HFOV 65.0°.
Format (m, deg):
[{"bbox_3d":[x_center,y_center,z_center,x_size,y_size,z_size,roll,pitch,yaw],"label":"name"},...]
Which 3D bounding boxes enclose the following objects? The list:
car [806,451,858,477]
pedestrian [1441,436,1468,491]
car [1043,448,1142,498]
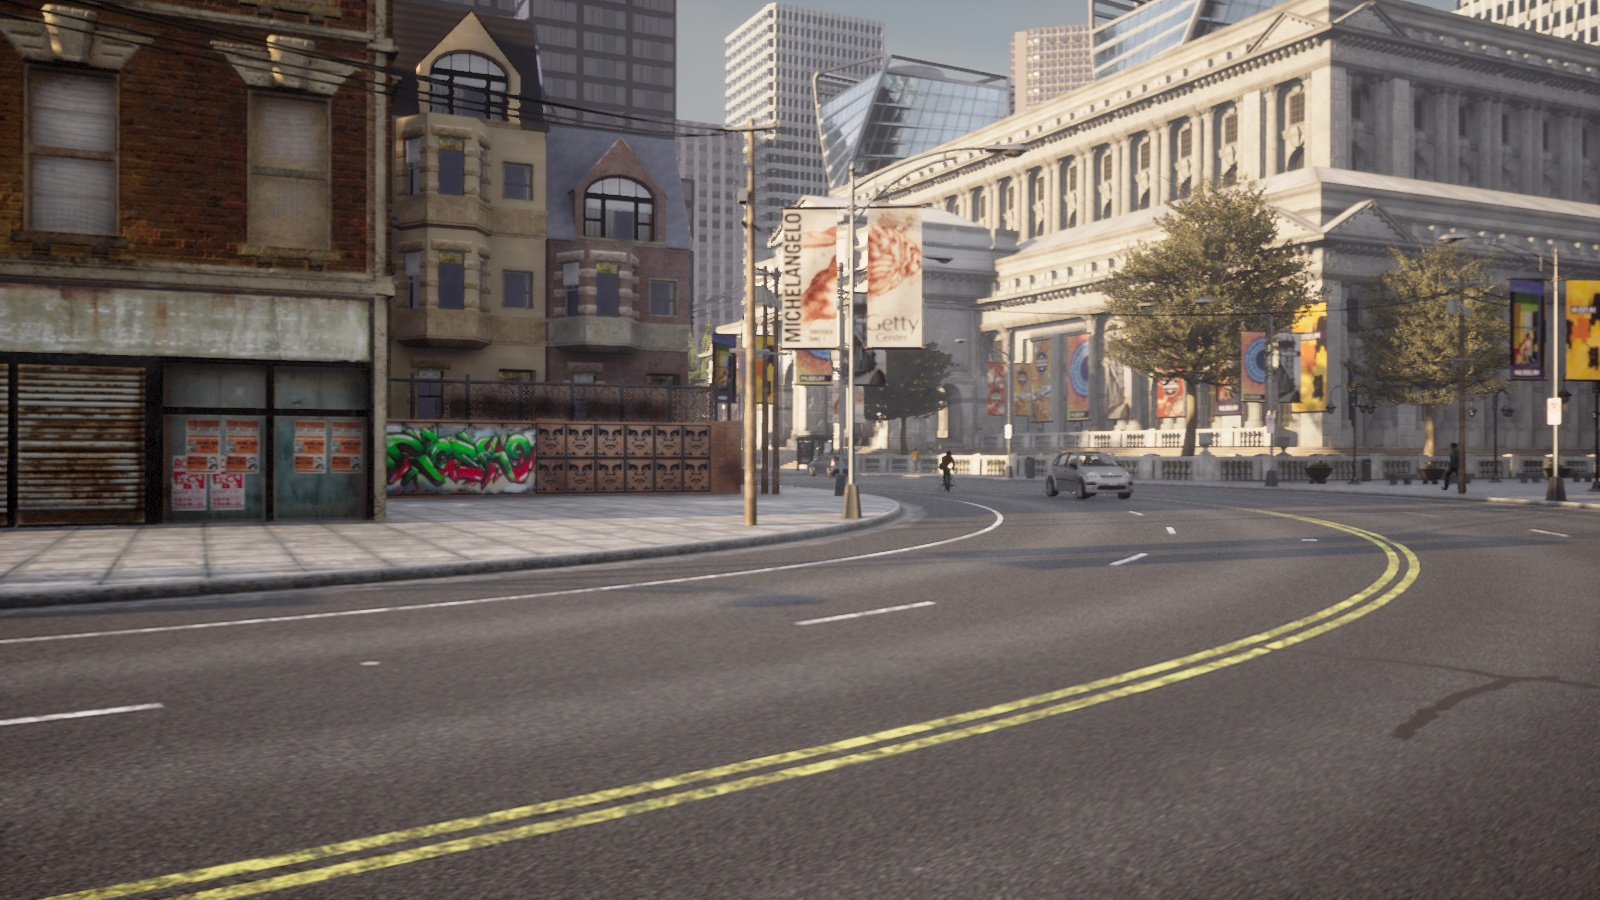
[{"bbox_3d":[2.024,0.892,80.733,1.851,1.617,3.988,0,0,-24],"label":"car"},{"bbox_3d":[23.331,0.482,44.775,0.423,1.949,0.788,0,0,-18],"label":"pedestrian"},{"bbox_3d":[9.882,0.752,42.766,1.851,1.617,3.988,0,0,-10],"label":"car"}]
